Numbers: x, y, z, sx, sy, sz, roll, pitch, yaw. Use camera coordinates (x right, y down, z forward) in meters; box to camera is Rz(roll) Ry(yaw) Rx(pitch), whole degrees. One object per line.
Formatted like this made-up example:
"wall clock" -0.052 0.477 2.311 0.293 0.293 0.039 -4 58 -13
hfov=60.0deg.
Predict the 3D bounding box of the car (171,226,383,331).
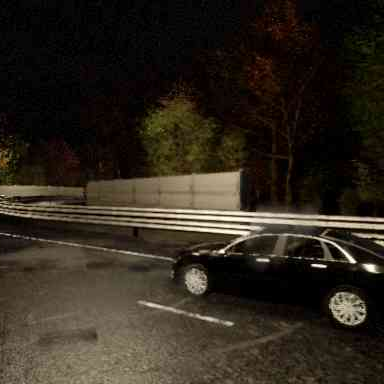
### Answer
"car" 1.808 1.458 6.775 4.892 1.490 1.837 0 0 34
